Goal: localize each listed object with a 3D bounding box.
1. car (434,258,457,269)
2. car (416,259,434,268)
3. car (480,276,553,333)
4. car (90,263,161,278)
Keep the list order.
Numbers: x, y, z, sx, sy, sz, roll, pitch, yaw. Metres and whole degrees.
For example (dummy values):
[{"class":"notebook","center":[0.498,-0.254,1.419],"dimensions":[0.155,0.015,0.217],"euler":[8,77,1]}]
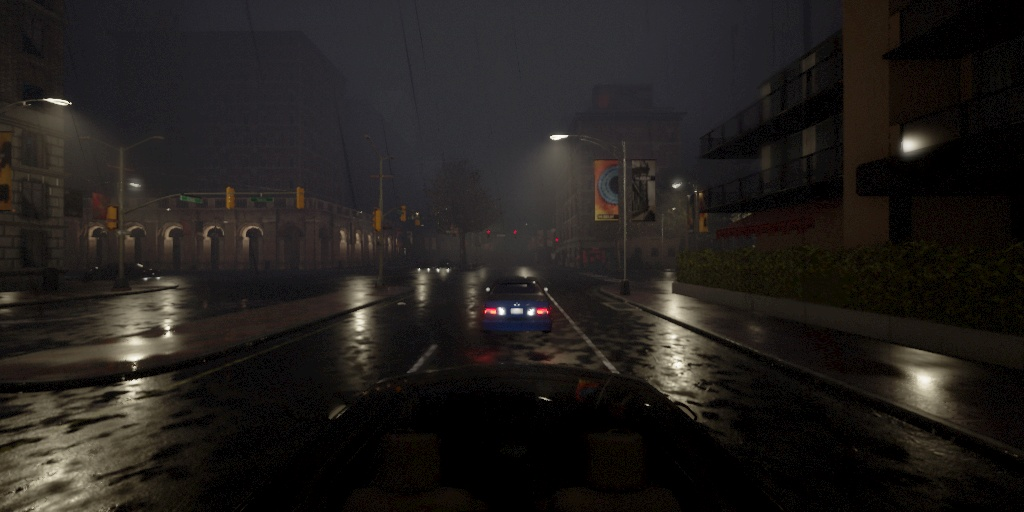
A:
[{"class":"car","center":[-11.067,1.196,59.657],"dimensions":[2.097,1.767,4.553],"euler":[0,0,1]},{"class":"car","center":[-14.534,1.325,61.726],"dimensions":[1.882,1.535,5.008],"euler":[0,0,1]},{"class":"car","center":[0.144,1.312,10.710],"dimensions":[2.033,1.411,5.357],"euler":[0,0,1]},{"class":"car","center":[-37.195,1.350,34.525],"dimensions":[5.357,1.411,2.033],"euler":[0,0,0]}]
